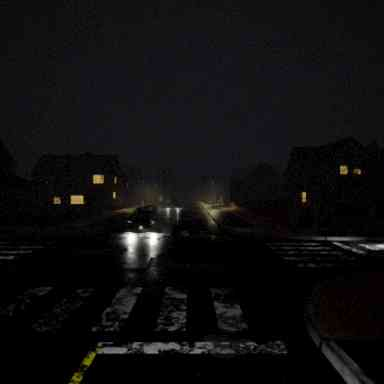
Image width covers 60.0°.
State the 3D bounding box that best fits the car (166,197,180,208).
[{"bbox_3d":[-2.922,1.564,52.224,1.837,1.490,4.892,0,0,0],"label":"car"}]

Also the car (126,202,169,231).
[{"bbox_3d":[-2.820,1.571,21.047,2.033,1.411,5.357,0,0,0],"label":"car"}]
